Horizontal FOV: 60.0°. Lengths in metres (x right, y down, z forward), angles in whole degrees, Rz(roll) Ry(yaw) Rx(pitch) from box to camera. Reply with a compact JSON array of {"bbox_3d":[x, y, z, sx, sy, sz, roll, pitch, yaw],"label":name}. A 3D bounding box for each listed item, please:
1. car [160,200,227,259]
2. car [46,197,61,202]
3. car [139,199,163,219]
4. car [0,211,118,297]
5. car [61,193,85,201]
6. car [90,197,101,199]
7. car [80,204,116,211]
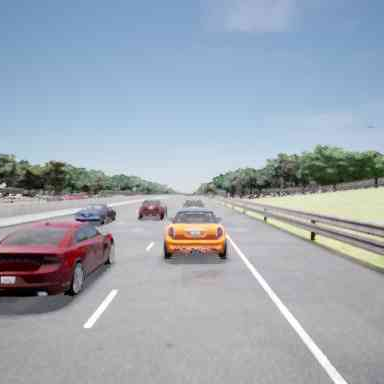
[{"bbox_3d":[0.117,1.355,12.828,2.097,1.767,4.553,0,0,0],"label":"car"},{"bbox_3d":[-24.394,1.598,59.297,1.994,1.385,4.181,0,0,1],"label":"car"},{"bbox_3d":[-3.344,1.360,29.349,2.097,1.767,4.553,0,0,0],"label":"car"},{"bbox_3d":[-3.394,1.480,8.645,1.882,1.535,5.008,0,0,0],"label":"car"},{"bbox_3d":[-20.890,1.258,59.646,2.150,2.045,5.566,0,0,1],"label":"car"},{"bbox_3d":[-17.390,1.564,60.394,1.812,1.442,4.674,0,0,1],"label":"car"},{"bbox_3d":[-6.857,1.554,24.226,2.033,1.411,5.357,0,0,0],"label":"car"}]
